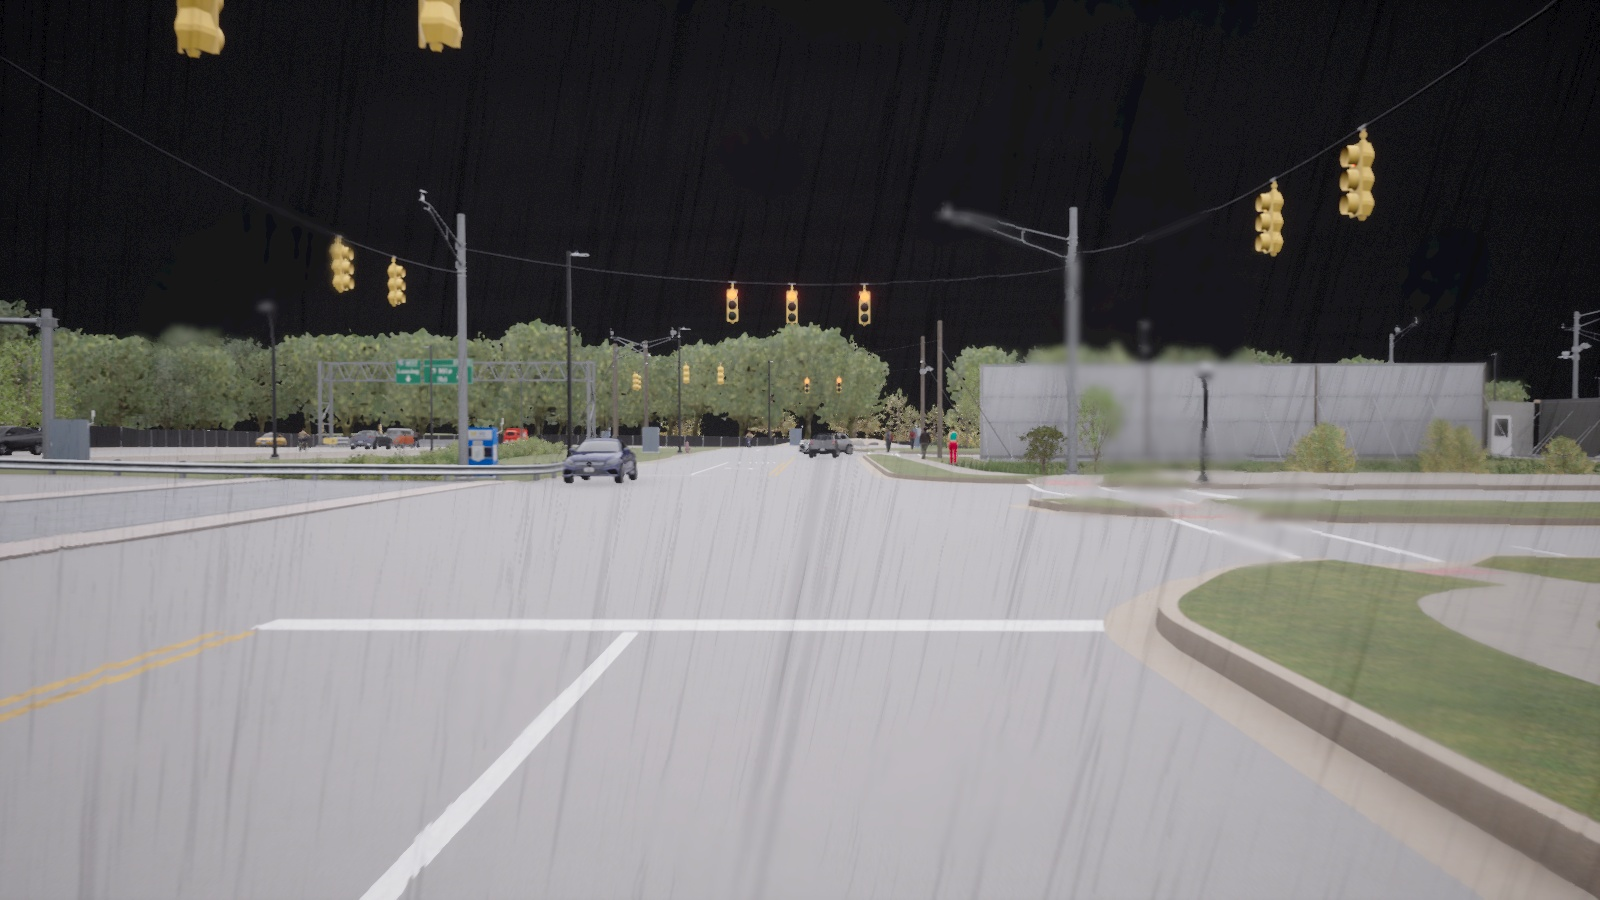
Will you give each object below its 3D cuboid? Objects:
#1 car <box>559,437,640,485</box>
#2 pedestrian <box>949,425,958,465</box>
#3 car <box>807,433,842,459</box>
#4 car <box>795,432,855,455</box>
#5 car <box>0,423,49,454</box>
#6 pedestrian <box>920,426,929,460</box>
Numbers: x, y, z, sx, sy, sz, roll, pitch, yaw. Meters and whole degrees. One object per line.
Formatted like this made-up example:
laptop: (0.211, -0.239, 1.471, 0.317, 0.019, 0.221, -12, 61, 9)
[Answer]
car: (-6.482, 0.312, 41.017, 1.812, 1.442, 4.674, 0, 1, 1)
pedestrian: (7.055, -0.221, 57.712, 0.345, 1.836, 0.594, 0, 2, 1)
car: (1.498, -0.270, 76.383, 1.845, 1.501, 3.633, 0, 1, 5)
car: (1.718, -0.463, 85.269, 3.806, 1.475, 1.970, 0, 2, -43)
car: (-40.597, -0.585, 63.852, 2.007, 1.525, 4.514, 0, 0, 1)
pedestrian: (6.958, -0.387, 70.064, 0.431, 1.840, 0.703, 0, 2, 9)
